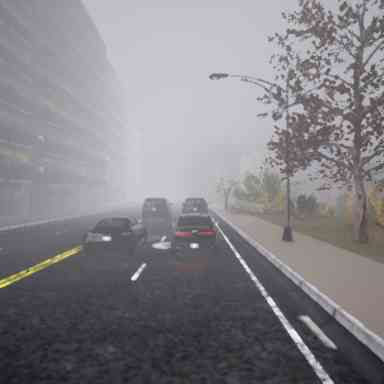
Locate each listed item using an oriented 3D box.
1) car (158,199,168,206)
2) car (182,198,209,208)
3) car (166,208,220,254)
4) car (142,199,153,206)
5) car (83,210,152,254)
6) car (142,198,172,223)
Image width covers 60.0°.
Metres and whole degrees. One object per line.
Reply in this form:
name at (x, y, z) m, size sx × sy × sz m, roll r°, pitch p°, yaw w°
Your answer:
car at (-6.194, 2.233, 70.998) m, size 1.812 × 1.442 × 4.674 m, roll 0°, pitch -1°, yaw -1°
car at (0.278, 1.504, 28.881) m, size 2.150 × 2.045 × 5.566 m, roll 0°, pitch 0°, yaw 1°
car at (0.118, 1.649, 14.146) m, size 1.837 × 1.490 × 4.892 m, roll 0°, pitch 0°, yaw 1°
car at (-9.443, 2.186, 70.881) m, size 1.882 × 1.535 × 5.008 m, roll 0°, pitch -1°, yaw -1°
car at (-3.130, 1.705, 14.250) m, size 1.994 × 1.385 × 4.181 m, roll 0°, pitch 0°, yaw 1°
car at (-2.973, 1.503, 28.919) m, size 2.150 × 2.045 × 5.566 m, roll 0°, pitch 0°, yaw 1°
